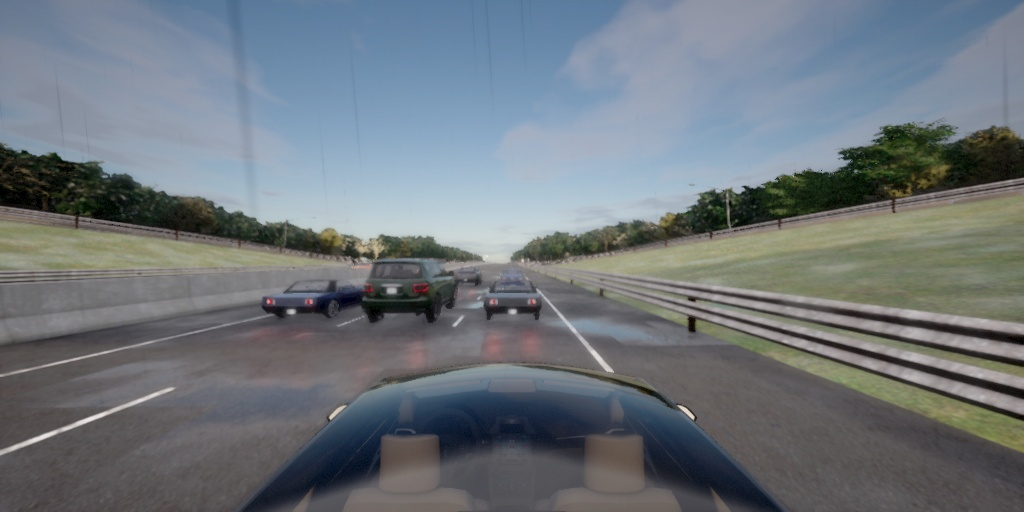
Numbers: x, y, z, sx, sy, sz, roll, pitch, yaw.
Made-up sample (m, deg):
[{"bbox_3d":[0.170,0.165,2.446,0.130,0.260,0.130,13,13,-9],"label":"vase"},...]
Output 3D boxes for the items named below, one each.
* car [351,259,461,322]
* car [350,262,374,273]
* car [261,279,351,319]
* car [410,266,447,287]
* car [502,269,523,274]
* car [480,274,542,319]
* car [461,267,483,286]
[{"bbox_3d":[-3.458,1.123,13.076,2.150,2.045,5.566,0,-1,1],"label":"car"},{"bbox_3d":[-24.987,1.928,60.012,2.097,1.767,4.553,0,-1,-1],"label":"car"},{"bbox_3d":[-6.955,1.508,13.564,1.895,1.301,4.718,0,-1,1],"label":"car"},{"bbox_3d":[-6.936,1.626,30.355,1.882,1.535,5.008,0,0,0],"label":"car"},{"bbox_3d":[0.037,1.646,27.022,2.033,1.411,5.357,0,-1,1],"label":"car"},{"bbox_3d":[0.045,1.508,13.561,1.895,1.301,4.718,0,-1,1],"label":"car"},{"bbox_3d":[-3.445,1.623,29.193,2.128,1.511,4.902,0,-1,0],"label":"car"}]
